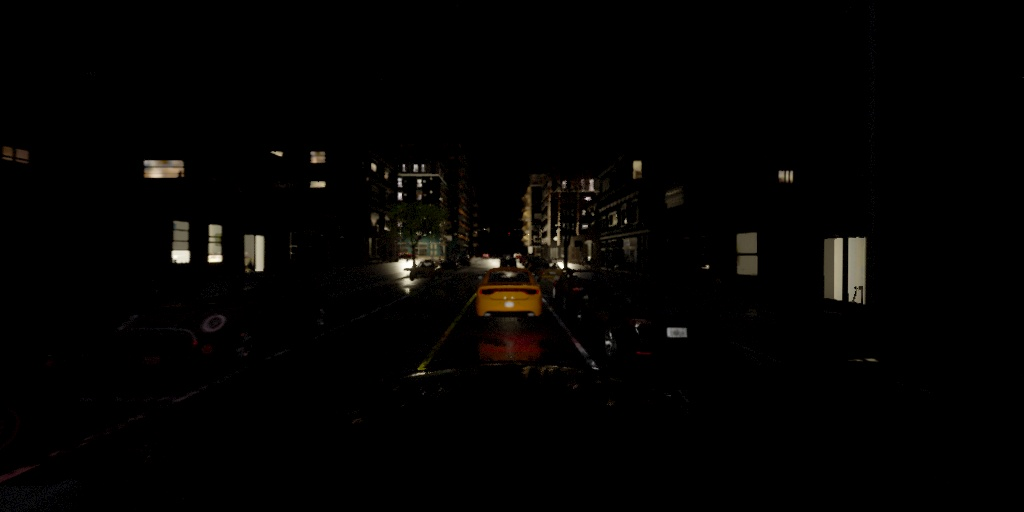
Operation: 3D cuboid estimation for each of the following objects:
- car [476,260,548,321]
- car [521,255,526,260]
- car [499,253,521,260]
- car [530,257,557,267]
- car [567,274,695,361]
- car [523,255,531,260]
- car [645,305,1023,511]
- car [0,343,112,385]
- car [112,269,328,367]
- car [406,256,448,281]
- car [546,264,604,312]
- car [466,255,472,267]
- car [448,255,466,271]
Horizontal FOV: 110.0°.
[{"bbox_3d":[-0.115,1.085,11.904,1.882,1.535,5.008,0,1,-1],"label":"car"},{"bbox_3d":[2.292,0.787,40.050,1.948,1.339,4.313,0,0,-1],"label":"car"},{"bbox_3d":[-0.422,0.718,39.522,2.128,1.511,4.902,0,1,-1],"label":"car"},{"bbox_3d":[2.441,0.964,24.286,1.751,1.417,4.829,0,0,-1],"label":"car"},{"bbox_3d":[2.608,1.230,7.825,1.948,1.339,4.313,0,0,-1],"label":"car"},{"bbox_3d":[2.367,0.874,32.506,2.007,1.370,4.403,0,0,-1],"label":"car"},{"bbox_3d":[2.685,1.308,2.293,1.948,1.339,4.313,0,0,-1],"label":"car"},{"bbox_3d":[-5.695,1.325,2.179,1.802,1.307,4.207,0,0,-1],"label":"car"},{"bbox_3d":[-5.771,1.106,7.711,1.967,1.591,4.097,0,0,-1],"label":"car"},{"bbox_3d":[-6.091,0.939,25.781,1.751,1.417,4.829,0,0,-1],"label":"car"},{"bbox_3d":[2.543,1.137,13.051,1.888,1.381,4.507,0,0,-1],"label":"car"},{"bbox_3d":[-6.457,0.555,47.830,1.967,1.591,4.097,0,0,-1],"label":"car"},{"bbox_3d":[-6.300,0.813,37.013,2.007,1.370,4.403,0,0,-1],"label":"car"}]
